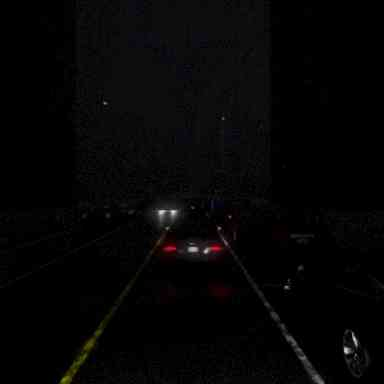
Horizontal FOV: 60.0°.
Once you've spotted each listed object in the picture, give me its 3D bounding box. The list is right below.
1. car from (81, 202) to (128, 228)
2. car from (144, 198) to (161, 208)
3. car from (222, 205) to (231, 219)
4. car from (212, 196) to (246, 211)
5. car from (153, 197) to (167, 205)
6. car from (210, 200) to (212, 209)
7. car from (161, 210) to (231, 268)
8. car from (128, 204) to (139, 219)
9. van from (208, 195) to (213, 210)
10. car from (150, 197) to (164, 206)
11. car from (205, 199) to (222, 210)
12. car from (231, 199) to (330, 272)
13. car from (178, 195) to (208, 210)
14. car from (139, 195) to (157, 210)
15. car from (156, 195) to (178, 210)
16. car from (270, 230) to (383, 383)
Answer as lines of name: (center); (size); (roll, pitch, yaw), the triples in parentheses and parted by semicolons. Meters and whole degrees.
car: (-5.761, 1.445, 21.724); (1.967, 1.590, 4.097); (0, 0, 0)
car: (-5.759, 1.566, 49.290); (2.008, 1.369, 4.403); (0, 0, 0)
car: (2.763, 1.549, 16.216); (1.887, 1.381, 4.507); (0, 0, 0)
car: (2.764, 1.321, 21.729); (2.192, 1.841, 5.009); (0, 0, 0)
car: (-5.758, 1.571, 60.316); (2.008, 1.369, 4.403); (0, 0, 0)
car: (2.764, 1.552, 27.241); (1.887, 1.381, 4.507); (0, 0, 0)
car: (0.045, 1.550, 11.189); (2.033, 1.411, 5.357); (0, 0, 1)
car: (-5.761, 1.532, 27.067); (1.752, 1.417, 4.829); (0, 0, 0)
van: (2.765, 1.350, 32.754); (1.690, 1.788, 3.998); (0, 0, 0)
car: (-5.758, 1.543, 54.633); (1.752, 1.417, 4.829); (0, 0, 0)
car: (2.766, 1.579, 43.779); (1.947, 1.339, 4.313); (0, 0, 0)
car: (2.762, 1.318, 10.703); (2.192, 1.841, 5.009); (0, 0, 0)
car: (0.072, 1.359, 29.626); (2.097, 1.767, 4.553); (0, 0, 0)
car: (-5.760, 1.328, 43.777); (2.192, 1.841, 5.009); (0, 0, 0)
car: (-3.092, 1.518, 42.786); (1.837, 1.490, 4.892); (0, 0, 0)
car: (2.762, 1.567, 5.191); (1.947, 1.339, 4.313); (0, 0, 0)
